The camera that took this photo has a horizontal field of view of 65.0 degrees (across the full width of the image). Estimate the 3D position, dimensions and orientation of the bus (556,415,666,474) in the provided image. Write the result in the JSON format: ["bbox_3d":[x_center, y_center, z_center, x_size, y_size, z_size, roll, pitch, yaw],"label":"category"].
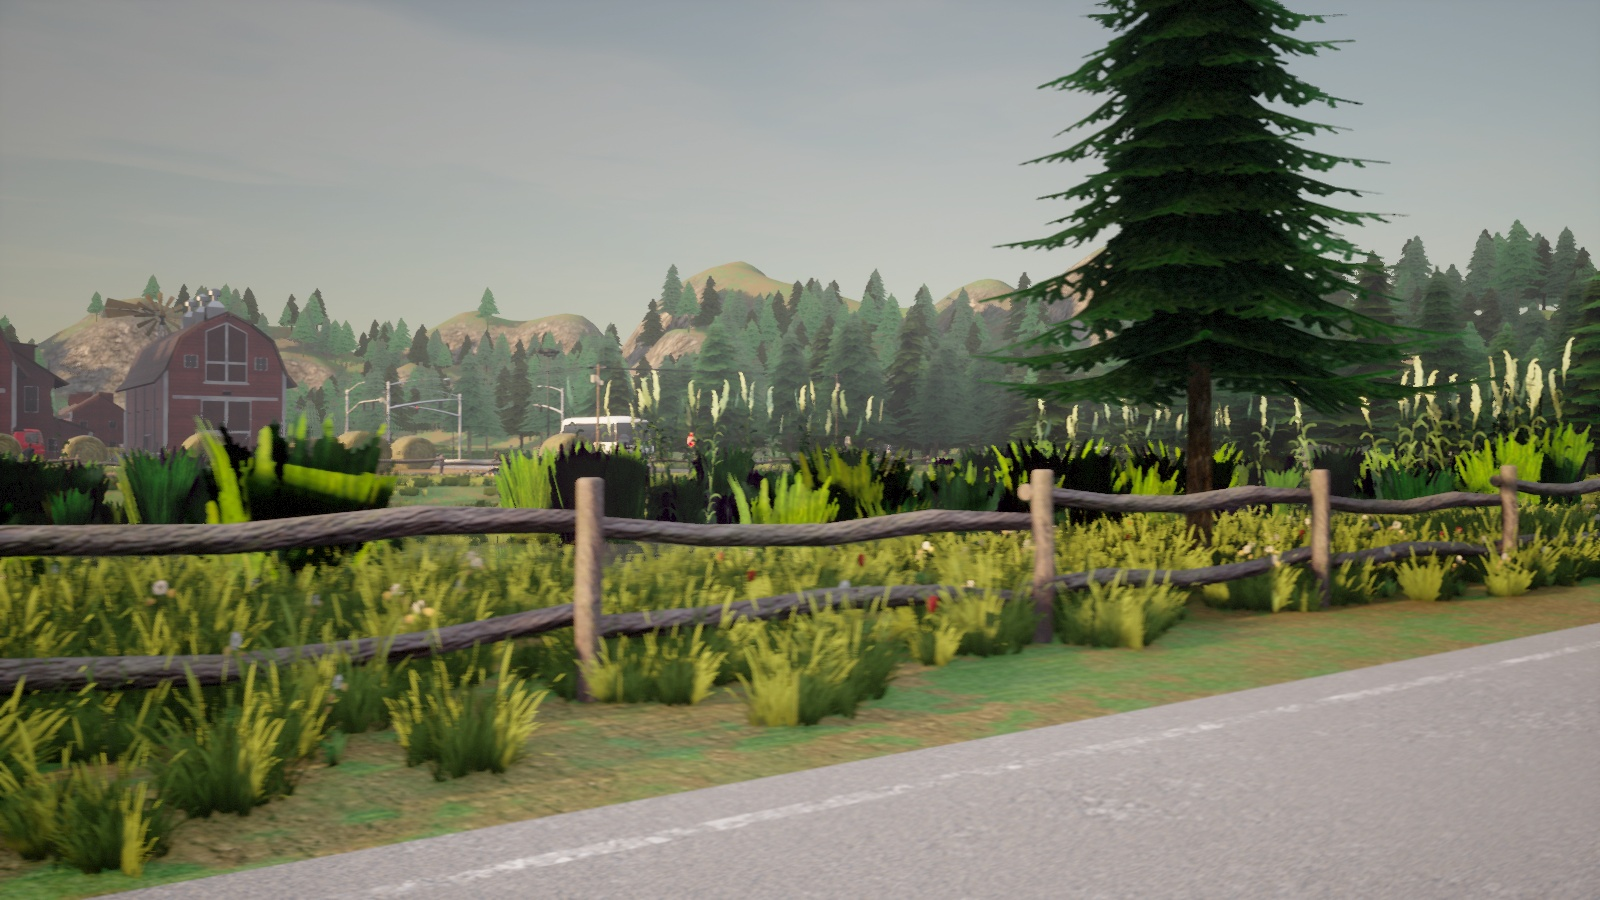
[{"bbox_3d":[-14.468,-0.358,95.352,3.944,4.253,10.273,0,0,-36],"label":"bus"}]

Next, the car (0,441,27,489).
[{"bbox_3d":[-36.042,0.642,53.162,5.566,2.045,2.150,0,0,-33],"label":"car"}]
